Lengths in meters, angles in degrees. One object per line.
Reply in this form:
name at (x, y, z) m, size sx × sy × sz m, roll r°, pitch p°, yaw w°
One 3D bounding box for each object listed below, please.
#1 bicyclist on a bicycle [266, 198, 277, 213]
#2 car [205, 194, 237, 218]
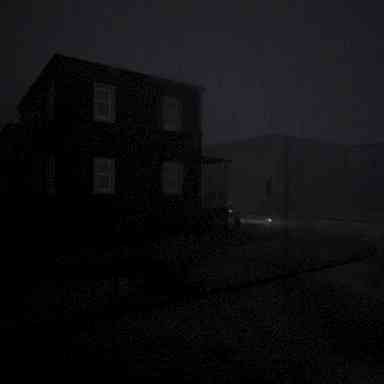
bicyclist on a bicycle at (8.322, 1.348, 34.790) m, size 1.656 × 1.620 × 0.582 m, roll 0°, pitch 0°, yaw -35°
car at (1.597, 1.222, 29.756) m, size 2.150 × 2.045 × 5.566 m, roll 0°, pitch 0°, yaw -35°
